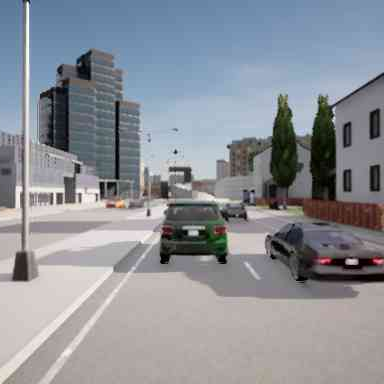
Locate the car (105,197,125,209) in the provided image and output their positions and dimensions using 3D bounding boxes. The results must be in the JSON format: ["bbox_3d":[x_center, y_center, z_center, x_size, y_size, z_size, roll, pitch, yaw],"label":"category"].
[{"bbox_3d":[-11.569,1.619,50.201,2.097,1.767,4.553,0,0,0],"label":"car"}]

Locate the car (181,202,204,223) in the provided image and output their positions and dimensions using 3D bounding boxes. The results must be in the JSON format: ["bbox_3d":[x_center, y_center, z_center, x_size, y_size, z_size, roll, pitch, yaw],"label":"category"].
[{"bbox_3d":[0.070,1.660,28.601,1.837,1.490,4.892,0,0,0],"label":"car"}]

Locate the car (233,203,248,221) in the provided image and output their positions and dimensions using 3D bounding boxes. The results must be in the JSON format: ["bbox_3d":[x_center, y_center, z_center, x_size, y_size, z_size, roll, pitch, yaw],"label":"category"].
[{"bbox_3d":[3.569,1.646,28.560,2.128,1.511,4.902,0,0,0],"label":"car"}]

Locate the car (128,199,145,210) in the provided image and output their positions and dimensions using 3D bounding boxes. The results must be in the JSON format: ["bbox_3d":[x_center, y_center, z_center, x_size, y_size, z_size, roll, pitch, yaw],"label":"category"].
[{"bbox_3d":[-8.076,1.788,48.953,1.812,1.442,4.674,0,0,0],"label":"car"}]

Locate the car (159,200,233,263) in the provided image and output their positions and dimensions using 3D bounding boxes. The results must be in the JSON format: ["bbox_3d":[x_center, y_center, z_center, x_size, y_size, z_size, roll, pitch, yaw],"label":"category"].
[{"bbox_3d":[0.063,1.290,12.381,2.150,2.045,5.566,0,0,0],"label":"car"}]

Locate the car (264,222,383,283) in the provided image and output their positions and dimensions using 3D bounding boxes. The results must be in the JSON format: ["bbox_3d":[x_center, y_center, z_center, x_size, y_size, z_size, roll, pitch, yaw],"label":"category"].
[{"bbox_3d":[3.541,1.601,9.840,2.033,1.411,5.357,0,0,0],"label":"car"}]
